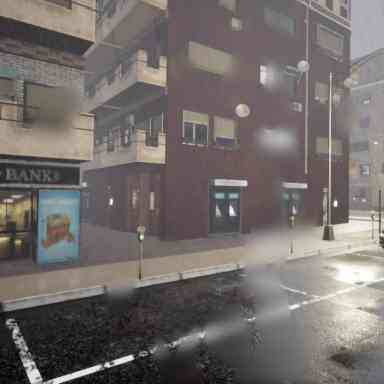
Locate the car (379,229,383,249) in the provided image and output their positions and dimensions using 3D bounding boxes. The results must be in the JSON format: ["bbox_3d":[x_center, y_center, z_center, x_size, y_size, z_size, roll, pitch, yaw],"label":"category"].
[{"bbox_3d":[9.059,1.554,13.091,4.403,1.369,2.008,0,1,-35],"label":"car"}]
